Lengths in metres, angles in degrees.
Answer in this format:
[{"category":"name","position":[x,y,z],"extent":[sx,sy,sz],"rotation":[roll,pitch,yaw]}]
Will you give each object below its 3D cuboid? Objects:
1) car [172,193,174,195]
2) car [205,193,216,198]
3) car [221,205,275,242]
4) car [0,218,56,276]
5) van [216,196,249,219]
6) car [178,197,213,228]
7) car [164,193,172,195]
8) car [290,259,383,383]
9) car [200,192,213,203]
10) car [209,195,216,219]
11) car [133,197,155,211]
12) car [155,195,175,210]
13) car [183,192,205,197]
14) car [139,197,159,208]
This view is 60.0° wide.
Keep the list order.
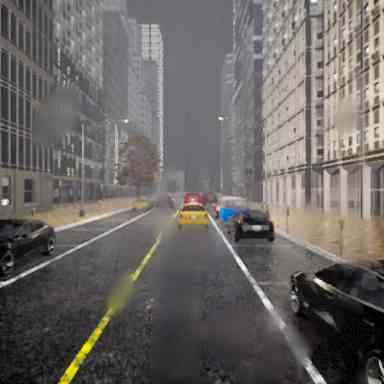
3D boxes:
[{"category":"car","position":[-5.676,1.206,72.809],"extent":[1.947,1.339,4.313],"rotation":[0,0,0]},{"category":"car","position":[2.702,1.079,50.025],"extent":[2.192,1.841,5.009],"rotation":[0,0,0]},{"category":"car","position":[2.696,1.497,15.873],"extent":[1.947,1.339,4.313],"rotation":[0,0,0]},{"category":"car","position":[-5.686,1.522,10.191],"extent":[1.947,1.339,4.313],"rotation":[0,0,0]},{"category":"van","position":[2.697,1.246,21.566],"extent":[1.690,1.788,3.998],"rotation":[0,0,0]},{"category":"car","position":[0.103,1.364,21.107],"extent":[1.801,1.575,5.366],"rotation":[0,0,0]},{"category":"car","position":[-5.677,1.223,67.116],"extent":[2.008,1.369,4.403],"rotation":[0,0,0]},{"category":"car","position":[2.694,1.547,4.489],"extent":[1.947,1.339,4.313],"rotation":[0,0,0]},{"category":"car","position":[2.704,1.018,61.410],"extent":[2.192,1.841,5.009],"rotation":[0,0,0]},{"category":"car","position":[2.698,1.319,27.258],"extent":[1.967,1.590,4.097],"rotation":[0,0,0]},{"category":"car","position":[-5.681,1.348,38.484],"extent":[1.752,1.417,4.829],"rotation":[0,0,0]},{"category":"car","position":[-3.086,1.383,39.217],"extent":[1.994,1.385,4.181],"rotation":[0,0,0]},{"category":"car","position":[0.104,1.038,40.272],"extent":[2.150,2.045,5.566],"rotation":[0,1,0]},{"category":"car","position":[-5.681,1.344,44.347],"extent":[2.008,1.369,4.403],"rotation":[0,0,0]}]
